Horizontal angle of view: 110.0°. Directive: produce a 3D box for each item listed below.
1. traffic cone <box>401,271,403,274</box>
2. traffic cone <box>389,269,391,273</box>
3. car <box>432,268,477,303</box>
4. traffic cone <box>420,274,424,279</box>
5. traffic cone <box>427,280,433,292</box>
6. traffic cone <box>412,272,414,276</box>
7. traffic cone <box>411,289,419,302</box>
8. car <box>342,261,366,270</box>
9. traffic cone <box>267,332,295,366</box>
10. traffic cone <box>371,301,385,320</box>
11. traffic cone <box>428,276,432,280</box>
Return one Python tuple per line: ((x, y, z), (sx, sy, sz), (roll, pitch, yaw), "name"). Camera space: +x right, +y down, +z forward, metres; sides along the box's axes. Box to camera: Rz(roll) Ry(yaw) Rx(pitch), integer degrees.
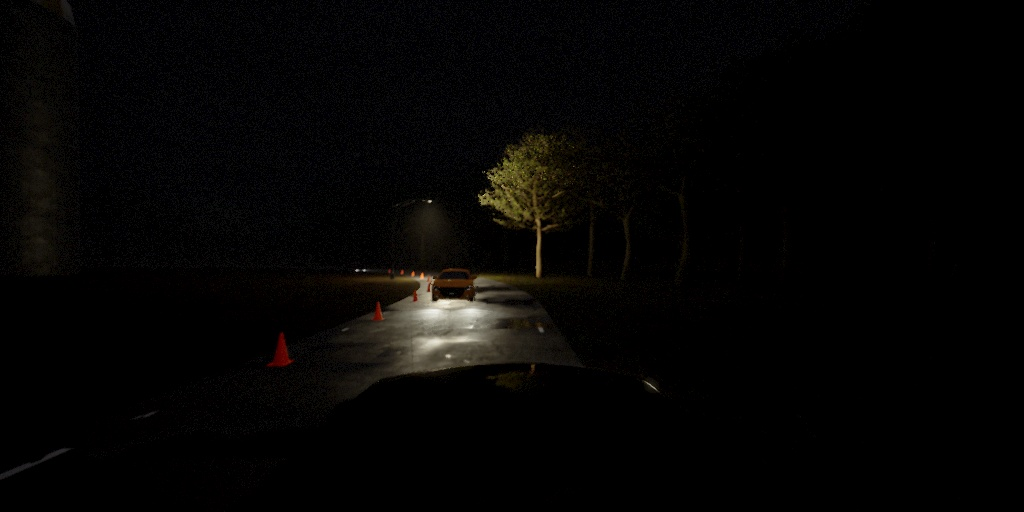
((-13.380, 1.923, 43.639), (0.340, 0.580, 0.340), (0, 0, -33), "traffic cone")
((-16.187, 1.925, 47.508), (0.340, 0.580, 0.340), (0, 0, -38), "traffic cone")
((-2.821, 1.371, 17.952), (1.882, 1.535, 5.008), (0, 0, -5), "car")
((-8.843, 1.923, 35.235), (0.340, 0.580, 0.340), (0, 0, -23), "traffic cone")
((-4.971, 1.876, 21.467), (0.340, 0.580, 0.340), (0, 0, -8), "traffic cone")
((-10.926, 1.922, 39.537), (0.340, 0.580, 0.340), (0, 0, -28), "traffic cone")
((-4.507, 1.841, 16.710), (0.340, 0.580, 0.340), (0, 0, -3), "traffic cone")
((-25.654, 1.537, 58.225), (4.181, 1.385, 1.994), (0, 0, 35), "car")
((-4.394, 1.752, 6.830), (0.340, 0.580, 0.340), (0, 0, 0), "traffic cone")
((-4.420, 1.797, 11.831), (0.340, 0.580, 0.340), (0, 0, 0), "traffic cone")
((-5.855, 1.902, 26.165), (0.340, 0.580, 0.340), (0, 0, -13), "traffic cone")
